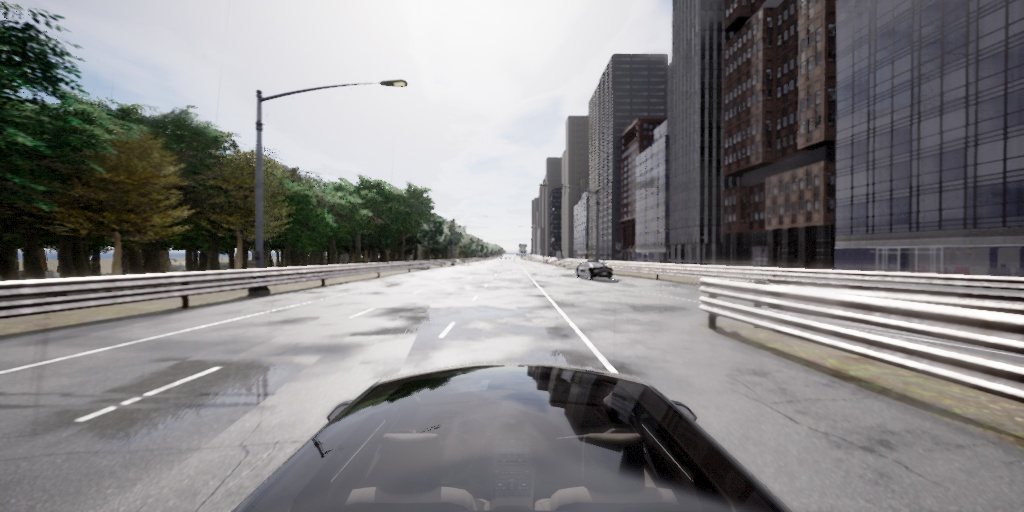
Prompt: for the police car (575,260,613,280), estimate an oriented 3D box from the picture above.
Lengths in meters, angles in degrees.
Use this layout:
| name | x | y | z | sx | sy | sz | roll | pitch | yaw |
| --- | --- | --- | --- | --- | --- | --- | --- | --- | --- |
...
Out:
| name | x | y | z | sx | sy | sz | roll | pitch | yaw |
| --- | --- | --- | --- | --- | --- | --- | --- | --- | --- |
| police car | 7.014 | 1.198 | 31.420 | 1.930 | 1.638 | 5.238 | 0 | 0 | -10 |
